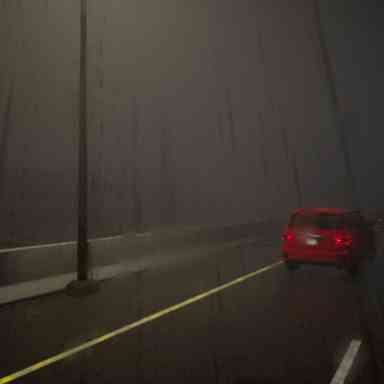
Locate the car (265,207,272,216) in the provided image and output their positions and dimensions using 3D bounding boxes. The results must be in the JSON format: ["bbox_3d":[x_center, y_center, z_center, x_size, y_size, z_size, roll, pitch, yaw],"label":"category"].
[{"bbox_3d":[13.870,3.223,55.764,2.033,1.411,5.357,-1,-2,32],"label":"car"}]

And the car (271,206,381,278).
[{"bbox_3d":[4.995,1.569,11.728,2.150,2.045,5.566,-2,-2,35],"label":"car"}]

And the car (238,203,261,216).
[{"bbox_3d":[9.766,2.924,55.809,2.150,2.045,5.566,-1,-2,32],"label":"car"}]

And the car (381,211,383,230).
[{"bbox_3d":[14.245,2.196,24.918,2.128,1.511,4.902,-2,-2,35],"label":"car"}]

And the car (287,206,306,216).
[{"bbox_3d":[17.256,3.098,54.688,1.882,1.535,5.008,-1,-2,31],"label":"car"}]
